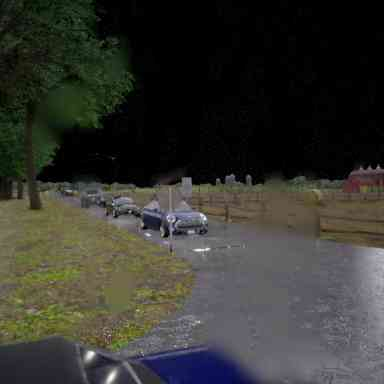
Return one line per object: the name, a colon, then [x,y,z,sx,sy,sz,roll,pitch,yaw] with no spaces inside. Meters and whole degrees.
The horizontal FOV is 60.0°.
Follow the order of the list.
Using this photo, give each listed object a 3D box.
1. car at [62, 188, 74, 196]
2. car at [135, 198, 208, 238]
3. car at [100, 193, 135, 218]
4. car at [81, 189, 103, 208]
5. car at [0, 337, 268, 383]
car: [-32.137,0.253,86.849,1.882,1.535,5.008,-1,1,-26]
car: [-1.015,1.116,16.474,2.097,1.767,4.553,-1,1,-26]
car: [-5.422,1.108,25.523,1.837,1.490,4.892,-1,1,-26]
car: [-10.855,0.648,36.689,2.150,2.045,5.566,-1,1,-26]
car: [-1.438,1.601,1.335,4.718,1.301,1.895,0,0,-26]
